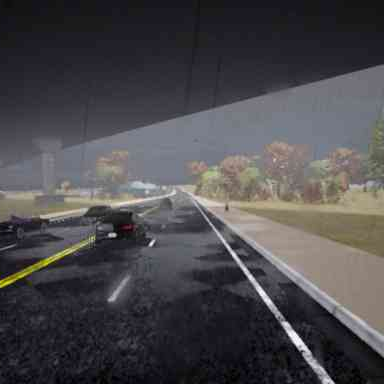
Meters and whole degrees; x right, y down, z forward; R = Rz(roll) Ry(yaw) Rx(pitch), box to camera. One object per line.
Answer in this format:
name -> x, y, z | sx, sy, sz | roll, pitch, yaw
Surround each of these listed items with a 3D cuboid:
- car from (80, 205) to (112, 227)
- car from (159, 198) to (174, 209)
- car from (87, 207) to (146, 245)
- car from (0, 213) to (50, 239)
car -> -6.926, 1.734, 25.015 | 1.837, 1.490, 4.892 | -2, 0, -1
car -> -3.865, 1.682, 50.321 | 1.837, 1.490, 4.892 | -2, 0, -1
car -> -3.367, 1.641, 16.221 | 1.812, 1.442, 4.674 | -2, 0, -1
car -> -10.100, 1.913, 19.329 | 1.895, 1.301, 4.718 | -2, 0, -1
